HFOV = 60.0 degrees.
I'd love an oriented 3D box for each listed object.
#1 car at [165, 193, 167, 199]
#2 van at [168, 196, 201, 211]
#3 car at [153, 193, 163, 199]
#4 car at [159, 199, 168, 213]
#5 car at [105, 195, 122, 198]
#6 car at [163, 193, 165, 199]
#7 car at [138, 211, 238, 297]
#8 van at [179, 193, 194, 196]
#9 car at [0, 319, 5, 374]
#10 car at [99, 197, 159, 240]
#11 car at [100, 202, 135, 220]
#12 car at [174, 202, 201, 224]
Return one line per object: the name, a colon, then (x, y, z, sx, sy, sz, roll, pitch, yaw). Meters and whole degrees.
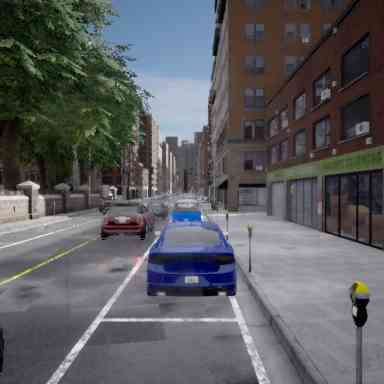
car: (-8.815, 1.438, 91.530, 1.887, 1.381, 4.507, 0, 0, 0)
van: (-0.290, 1.333, 19.998, 1.690, 1.788, 3.998, 0, 0, 0)
car: (-8.815, 1.432, 80.459, 1.752, 1.417, 4.829, 0, 0, 0)
car: (-3.052, 1.549, 28.693, 1.994, 1.385, 4.181, 0, 0, 0)
car: (-8.815, 1.291, 36.940, 2.192, 1.841, 5.009, 0, 0, 0)
car: (-8.815, 1.451, 86.079, 2.008, 1.369, 4.403, 0, 0, 0)
car: (-0.005, 1.475, 8.650, 1.882, 1.535, 5.008, 0, 0, 0)
van: (-0.290, 1.317, 36.980, 1.690, 1.788, 3.998, 0, 0, 0)
car: (-3.050, 1.490, 1.850, 2.128, 1.511, 4.902, 0, 0, 0)
car: (-3.146, 1.346, 17.163, 2.097, 1.767, 4.553, 0, 0, 0)
car: (-6.246, 1.586, 28.518, 1.895, 1.301, 4.718, 0, 0, 0)
car: (-0.290, 1.533, 25.659, 1.887, 1.381, 4.507, 0, 0, 0)
